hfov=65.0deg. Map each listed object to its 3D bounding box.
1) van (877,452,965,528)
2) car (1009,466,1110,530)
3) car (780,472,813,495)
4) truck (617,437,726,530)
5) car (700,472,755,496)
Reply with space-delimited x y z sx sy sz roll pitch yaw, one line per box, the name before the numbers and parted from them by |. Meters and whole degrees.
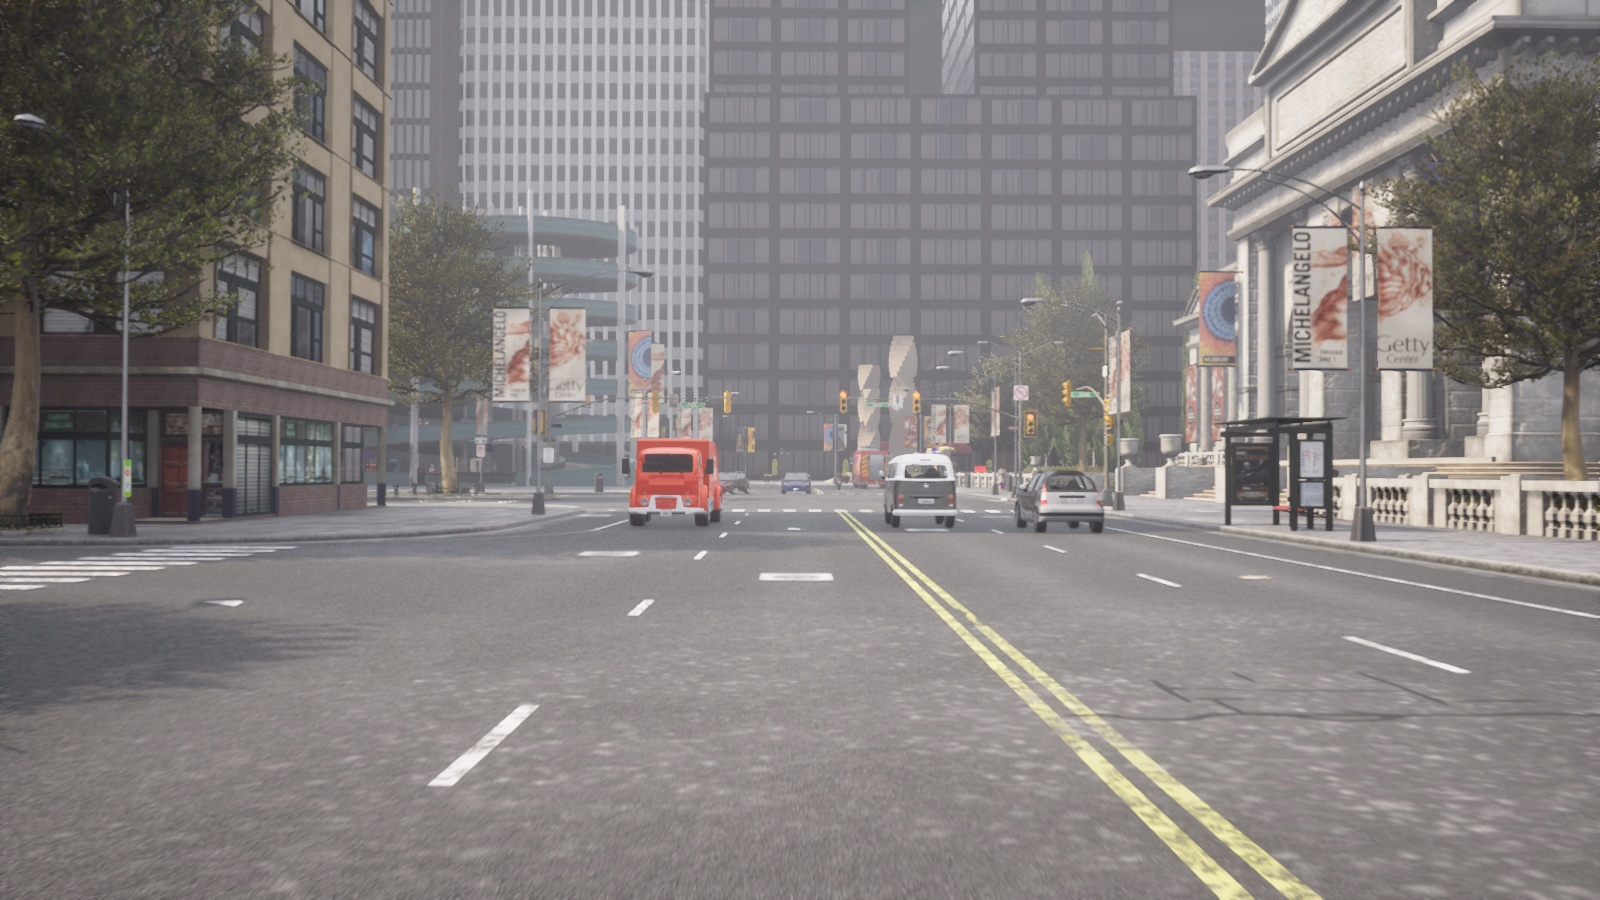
van | 3.395 1.121 35.980 2.069 2.038 4.480 0 -1 0
car | 6.902 1.246 33.777 1.851 1.617 3.988 0 -1 0
car | -0.245 2.225 84.921 2.163 1.488 4.792 0 -1 0
truck | -3.607 0.946 36.349 2.627 2.467 5.204 0 -1 0
car | -4.668 2.192 81.918 2.163 1.488 4.792 0 -1 15
